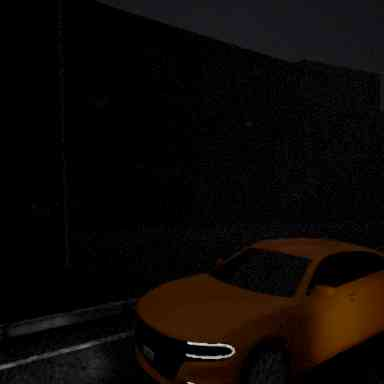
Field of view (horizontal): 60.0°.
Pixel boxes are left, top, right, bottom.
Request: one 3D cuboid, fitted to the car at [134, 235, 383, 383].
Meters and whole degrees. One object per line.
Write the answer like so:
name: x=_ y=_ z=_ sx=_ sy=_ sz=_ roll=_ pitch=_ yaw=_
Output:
car: x=1.561 y=1.495 z=5.100 sx=5.008 sy=1.535 sz=1.882 roll=0 pitch=0 yaw=-35
